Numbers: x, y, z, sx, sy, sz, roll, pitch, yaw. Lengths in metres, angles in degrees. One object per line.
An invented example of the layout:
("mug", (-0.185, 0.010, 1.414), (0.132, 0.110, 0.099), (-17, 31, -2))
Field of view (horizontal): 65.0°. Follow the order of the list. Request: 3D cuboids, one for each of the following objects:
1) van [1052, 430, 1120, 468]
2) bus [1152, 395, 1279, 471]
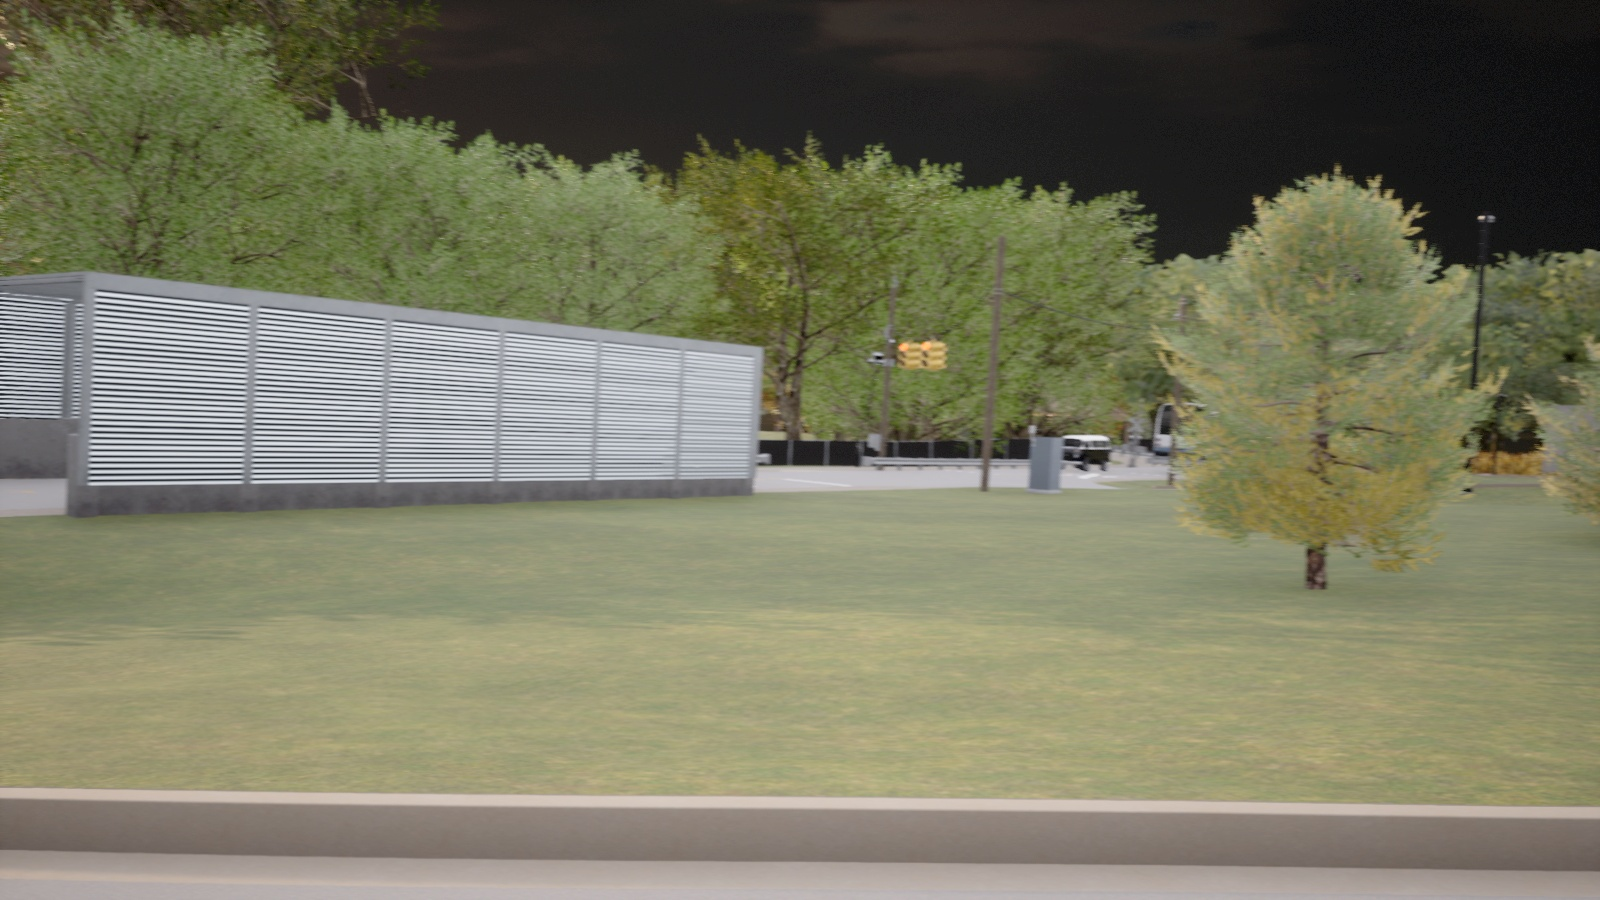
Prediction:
("van", (16.371, -0.085, 71.720), (2.069, 2.038, 4.480), (3, 2, 37))
("bus", (26.004, -1.061, 78.195), (3.944, 4.253, 10.273), (4, 3, 39))
